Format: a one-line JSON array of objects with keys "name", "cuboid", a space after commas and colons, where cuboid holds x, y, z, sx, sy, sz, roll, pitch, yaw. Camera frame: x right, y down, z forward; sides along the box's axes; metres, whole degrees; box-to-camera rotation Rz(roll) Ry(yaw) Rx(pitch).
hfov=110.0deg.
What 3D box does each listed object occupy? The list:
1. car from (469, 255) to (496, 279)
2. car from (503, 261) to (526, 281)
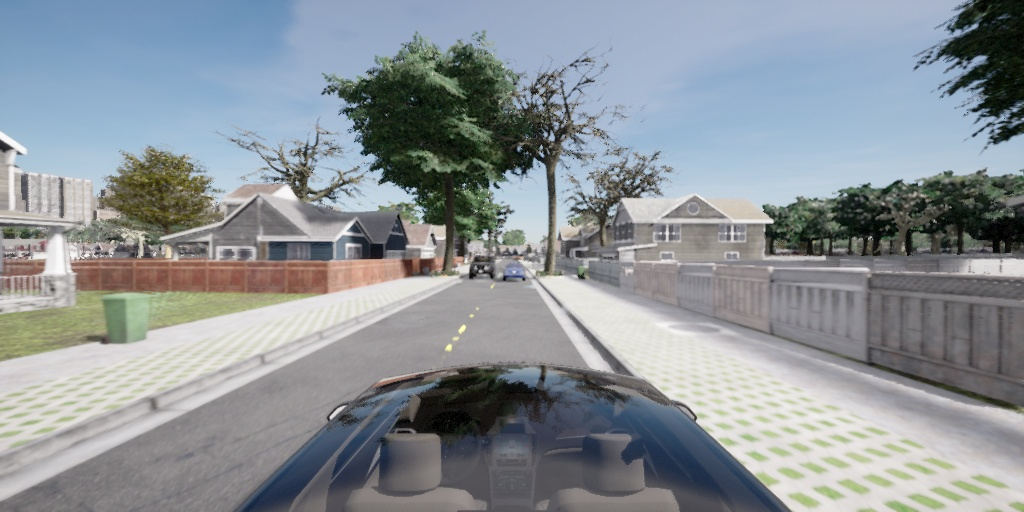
[{"name": "car", "cuboid": [-2.603, 0.942, 32.770, 2.150, 2.045, 5.566, 0, 0, 0]}, {"name": "car", "cuboid": [0.188, 1.280, 29.732, 2.033, 1.411, 5.357, 0, 0, 1]}]
